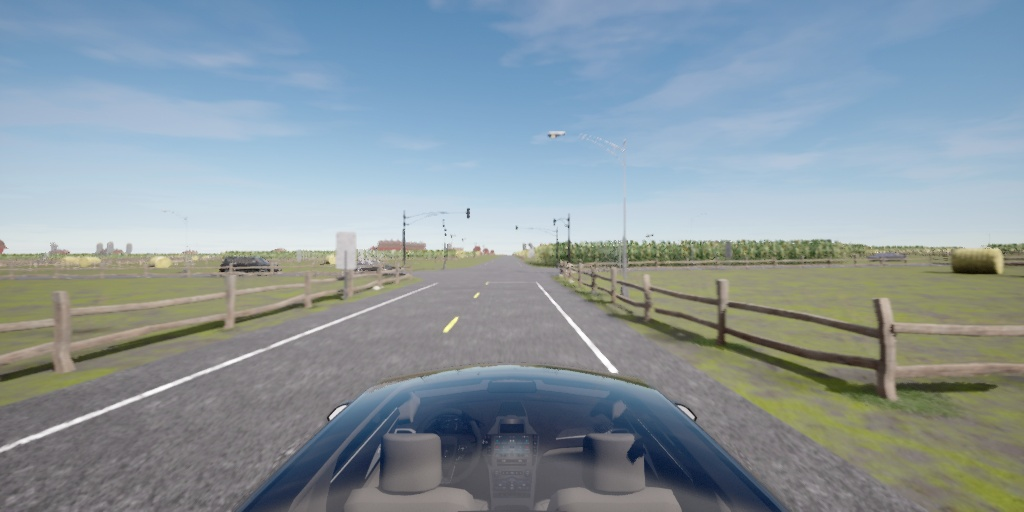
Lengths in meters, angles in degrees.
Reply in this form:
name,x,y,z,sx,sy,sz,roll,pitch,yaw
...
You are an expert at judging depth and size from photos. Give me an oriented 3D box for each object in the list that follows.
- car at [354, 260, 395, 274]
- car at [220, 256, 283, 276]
name,x,y,z,sx,sy,sz,roll,pitch,yaw
car,-15.253,1.192,39.581,4.902,1.511,2.128,-1,-1,-6
car,-27.710,1.071,38.231,5.566,2.045,2.150,0,-1,-6
